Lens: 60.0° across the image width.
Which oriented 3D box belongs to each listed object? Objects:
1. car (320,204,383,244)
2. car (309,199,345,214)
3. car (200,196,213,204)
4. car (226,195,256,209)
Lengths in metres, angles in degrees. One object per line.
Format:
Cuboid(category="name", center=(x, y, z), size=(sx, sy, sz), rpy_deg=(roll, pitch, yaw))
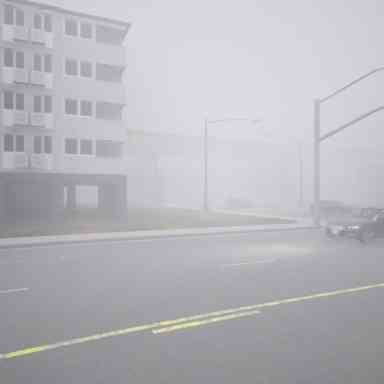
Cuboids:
Cuboid(category="car", center=(8.450, 1.491, 15.571), size=(4.902, 1.511, 2.128), rpy_deg=(0, 0, -26))
Cuboid(category="car", center=(13.470, 1.504, 31.780), size=(1.837, 1.490, 4.892), rpy_deg=(0, 0, -25))
Cuboid(category="car", center=(2.946, 1.548, 66.223), size=(2.033, 1.411, 5.357), rpy_deg=(0, 0, 13))
Cuboid(category="car", center=(6.480, 1.506, 46.672), size=(1.837, 1.490, 4.892), rpy_deg=(0, 0, -24))
